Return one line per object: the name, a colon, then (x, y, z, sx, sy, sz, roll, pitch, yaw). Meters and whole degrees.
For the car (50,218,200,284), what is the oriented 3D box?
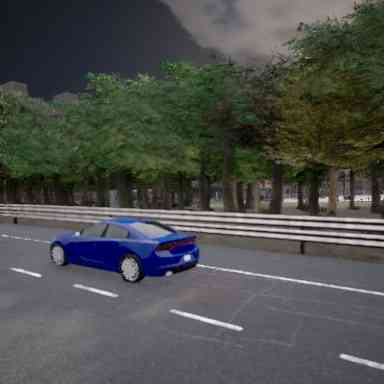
car: (-2.133, 1.496, 9.696, 5.008, 1.535, 1.882, 0, 0, 36)
